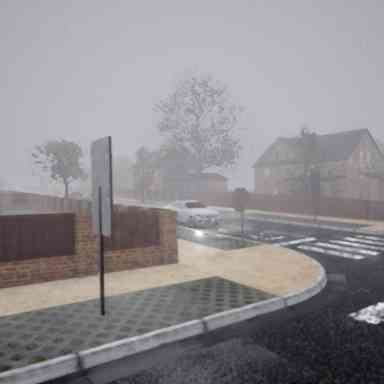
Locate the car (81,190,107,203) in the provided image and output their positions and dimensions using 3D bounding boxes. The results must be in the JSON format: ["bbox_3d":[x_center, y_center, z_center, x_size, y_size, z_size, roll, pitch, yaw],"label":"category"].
[{"bbox_3d":[-13.181,0.573,44.542,1.882,1.535,5.008,-2,2,-34],"label":"car"}]

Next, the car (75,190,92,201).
[{"bbox_3d":[-10.381,0.830,35.356,2.128,1.511,4.902,-2,2,-34],"label":"car"}]

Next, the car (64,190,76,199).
[{"bbox_3d":[-18.928,0.411,52.850,1.837,1.490,4.892,-2,2,-34],"label":"car"}]

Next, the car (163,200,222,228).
[{"bbox_3d":[-0.155,1.228,20.415,1.812,1.442,4.674,-2,2,-34],"label":"car"}]
